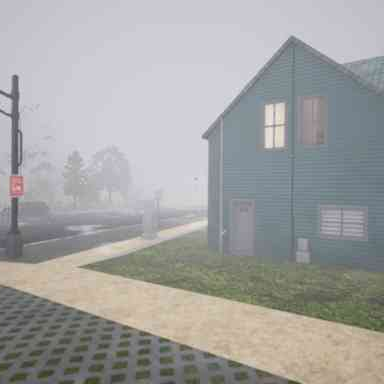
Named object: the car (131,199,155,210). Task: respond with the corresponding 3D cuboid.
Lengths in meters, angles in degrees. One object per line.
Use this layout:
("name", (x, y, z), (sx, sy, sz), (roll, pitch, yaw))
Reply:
("car", (-7.580, 1.909, 51.925), (2.097, 1.767, 4.553), (1, 0, 21))

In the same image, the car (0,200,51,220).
("car", (-15.074, 1.581, 30.343), (2.097, 1.767, 4.553), (1, -1, 18))
